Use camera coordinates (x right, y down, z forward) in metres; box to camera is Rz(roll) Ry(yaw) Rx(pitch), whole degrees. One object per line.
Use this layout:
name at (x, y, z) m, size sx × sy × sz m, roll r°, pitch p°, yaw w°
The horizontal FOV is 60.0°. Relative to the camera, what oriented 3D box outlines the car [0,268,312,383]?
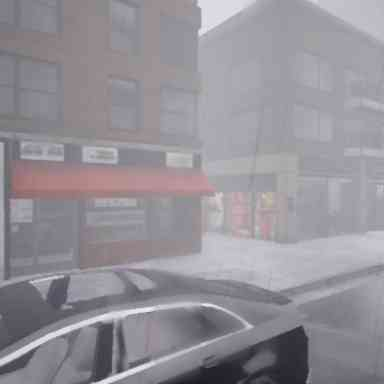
car at (-1.108, 1.492, 2.589) m, size 4.902 × 1.511 × 2.128 m, roll 0°, pitch 0°, yaw -35°
